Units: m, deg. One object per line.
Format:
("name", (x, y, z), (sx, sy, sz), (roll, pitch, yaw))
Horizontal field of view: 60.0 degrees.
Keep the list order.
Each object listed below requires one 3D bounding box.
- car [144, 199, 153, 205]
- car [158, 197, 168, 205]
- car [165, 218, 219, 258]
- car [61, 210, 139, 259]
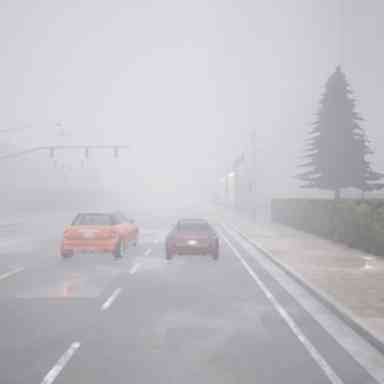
("car", (-10.534, 2.397, 80.624), (2.128, 1.511, 4.902), (0, -1, 0))
("car", (-7.034, 2.227, 80.658), (2.097, 1.767, 4.553), (0, -1, 0))
("car", (0.017, 1.710, 13.350), (1.994, 1.385, 4.181), (0, -1, 0))
("car", (-3.484, 1.497, 13.405), (2.097, 1.767, 4.553), (0, -1, 0))
